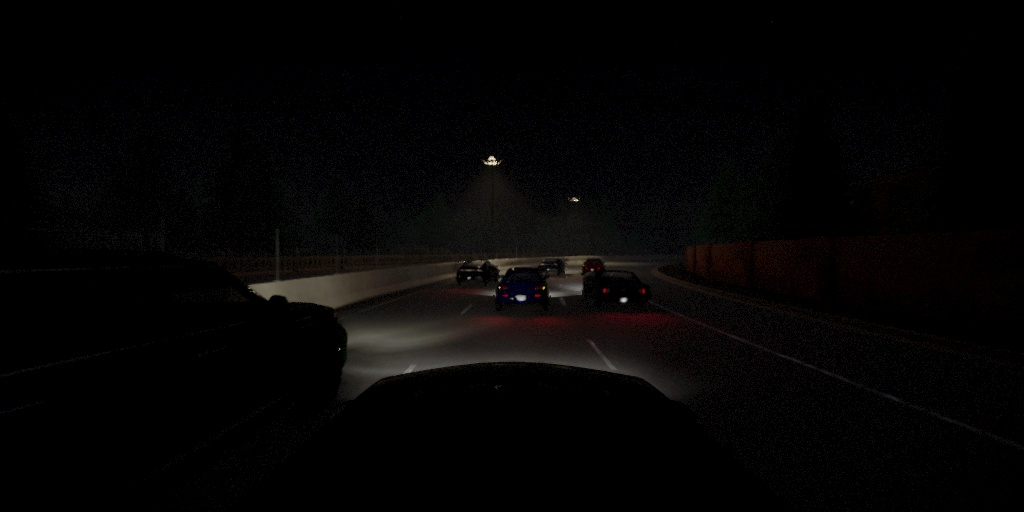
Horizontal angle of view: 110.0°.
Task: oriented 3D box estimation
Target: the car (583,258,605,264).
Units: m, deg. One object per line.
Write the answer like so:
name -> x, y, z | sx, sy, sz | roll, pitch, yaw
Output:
car -> 7.312, 0.915, 32.045 | 1.812, 1.442, 4.674 | 0, 1, 16

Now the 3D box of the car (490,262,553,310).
car -> 0.453, 1.133, 13.672 | 1.812, 1.442, 4.674 | 0, 1, 4

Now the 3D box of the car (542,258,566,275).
car -> 3.655, 0.881, 31.950 | 2.128, 1.511, 4.902 | 0, 1, 15

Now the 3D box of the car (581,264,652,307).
car -> 4.005, 1.199, 14.512 | 1.895, 1.301, 4.718 | 0, 1, 5

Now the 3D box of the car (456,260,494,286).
car -> -2.015, 0.994, 22.420 | 2.128, 1.511, 4.902 | 0, 1, 9

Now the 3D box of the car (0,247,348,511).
car -> -3.397, 0.959, 2.719 | 2.150, 2.045, 5.566 | 0, 1, 0
